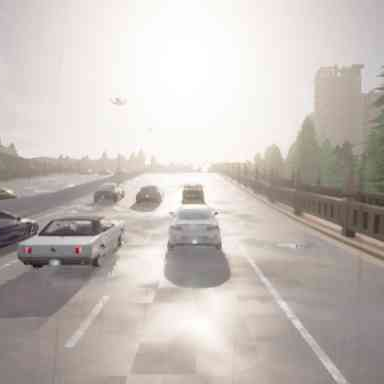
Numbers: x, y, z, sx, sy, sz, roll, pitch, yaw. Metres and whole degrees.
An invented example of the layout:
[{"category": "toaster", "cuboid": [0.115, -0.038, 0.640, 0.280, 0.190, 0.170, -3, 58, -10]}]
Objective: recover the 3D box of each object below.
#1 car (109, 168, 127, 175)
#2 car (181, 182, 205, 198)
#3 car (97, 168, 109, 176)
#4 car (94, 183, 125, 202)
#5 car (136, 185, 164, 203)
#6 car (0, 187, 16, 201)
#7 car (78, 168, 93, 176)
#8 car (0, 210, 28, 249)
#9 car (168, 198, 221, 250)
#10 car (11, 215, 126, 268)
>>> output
[{"category": "car", "cuboid": [-14.043, -3.931, 65.061, 2.128, 1.511, 4.902, 0, 6, 0]}, {"category": "car", "cuboid": [0.083, -0.123, 28.605, 1.882, 1.535, 5.008, 0, 6, 0]}, {"category": "car", "cuboid": [-17.538, -4.054, 66.662, 1.994, 1.385, 4.181, 0, 6, 0]}, {"category": "car", "cuboid": [-6.917, -0.010, 28.012, 1.812, 1.442, 4.674, 0, 6, 0]}, {"category": "car", "cuboid": [-3.418, 0.075, 27.560, 1.994, 1.385, 4.181, 0, 6, 0]}, {"category": "car", "cuboid": [-14.110, 0.460, 22.912, 2.128, 1.511, 4.902, 0, 5, 0]}, {"category": "car", "cuboid": [-21.037, -3.972, 65.869, 1.994, 1.385, 4.181, 0, 6, 0]}, {"category": "car", "cuboid": [-6.909, 1.280, 11.069, 1.812, 1.442, 4.674, 0, 3, 0]}, {"category": "car", "cuboid": [0.079, 1.199, 12.745, 1.812, 1.442, 4.674, 0, 3, 0]}, {"category": "car", "cuboid": [-3.408, 1.379, 10.490, 1.895, 1.301, 4.718, 0, 2, 0]}]
